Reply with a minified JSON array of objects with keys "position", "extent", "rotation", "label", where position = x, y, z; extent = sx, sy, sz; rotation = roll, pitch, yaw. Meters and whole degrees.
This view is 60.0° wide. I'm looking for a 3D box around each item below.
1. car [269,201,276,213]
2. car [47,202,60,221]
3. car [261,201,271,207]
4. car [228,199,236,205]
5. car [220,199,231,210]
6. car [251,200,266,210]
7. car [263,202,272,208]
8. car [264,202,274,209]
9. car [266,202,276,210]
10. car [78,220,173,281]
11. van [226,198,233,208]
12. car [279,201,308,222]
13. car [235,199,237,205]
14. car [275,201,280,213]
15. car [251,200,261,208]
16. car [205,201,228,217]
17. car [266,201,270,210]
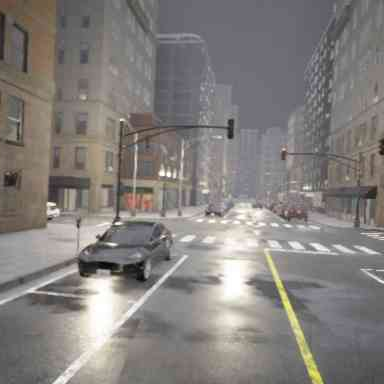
[{"position":[13.578,2.570,51.840],"extent":[1.752,1.417,4.829],"rotation":[2,-1,9],"label":"car"},{"position":[-12.306,0.986,23.578],"extent":[5.566,2.045,2.150],"rotation":[2,0,9],"label":"car"},{"position":[18.823,3.085,84.766],"extent":[2.008,1.369,4.403],"rotation":[2,-1,9],"label":"car"},{"position":[10.405,2.585,86.112],"extent":[1.967,1.590,4.097],"rotation":[2,-1,9],"label":"car"},{"position":[4.233,2.091,47.333],"extent":[1.752,1.417,4.829],"rotation":[2,-1,9],"label":"car"},{"position":[12.730,2.602,64.640],"extent":[1.837,1.490,4.892],"rotation":[3,0,9],"label":"car"},{"position":[17.944,3.019,79.250],"extent":[1.947,1.339,4.313],"rotation":[2,-1,9],"label":"car"},{"position":[17.065,2.937,73.734],"extent":[1.947,1.339,4.313],"rotation":[2,-1,9],"label":"car"},{"position":[16.214,2.818,68.387],"extent":[1.752,1.417,4.829],"rotation":[2,-1,9],"label":"car"},{"position":[-1.717,1.556,9.931],"extent":[1.947,1.339,4.313],"rotation":[2,-1,9],"label":"car"},{"position":[5.144,1.994,53.018],"extent":[1.690,1.788,3.998],"rotation":[2,-1,9],"label":"van"},{"position":[10.923,2.104,35.126],"extent":[2.192,1.841,5.009],"rotation":[2,-1,9],"label":"car"},{"position":[7.777,2.216,69.566],"extent":[2.192,1.841,5.009],"rotation":[2,-1,9],"label":"car"},{"position":[11.801,2.189,40.642],"extent":[2.192,1.841,5.009],"rotation":[2,-1,9],"label":"car"},{"position":[14.371,2.666,74.931],"extent":[2.033,1.411,5.357],"rotation":[3,0,9],"label":"car"},{"position":[2.503,1.965,36.468],"extent":[1.947,1.339,4.313],"rotation":[2,-1,9],"label":"car"},{"position":[14.438,2.440,57.189],"extent":[2.192,1.841,5.009],"rotation":[2,-1,9],"label":"car"}]
